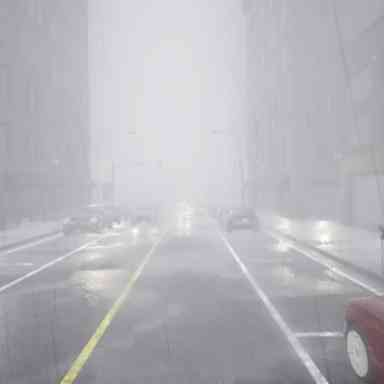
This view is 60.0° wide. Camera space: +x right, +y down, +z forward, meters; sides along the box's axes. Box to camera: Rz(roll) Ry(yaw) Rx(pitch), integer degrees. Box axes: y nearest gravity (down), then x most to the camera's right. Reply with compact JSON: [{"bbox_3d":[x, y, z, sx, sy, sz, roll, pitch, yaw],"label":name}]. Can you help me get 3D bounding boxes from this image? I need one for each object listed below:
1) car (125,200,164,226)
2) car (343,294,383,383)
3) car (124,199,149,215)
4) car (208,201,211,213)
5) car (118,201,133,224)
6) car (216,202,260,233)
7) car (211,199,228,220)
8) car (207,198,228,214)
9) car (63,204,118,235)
[{"bbox_3d":[-3.053,1.536,23.583,2.033,1.411,5.357,-1,0,0],"label":"car"},{"bbox_3d":[2.761,1.500,2.476,1.887,1.381,4.507,-2,0,0],"label":"car"},{"bbox_3d":[-5.861,1.548,35.482,1.887,1.381,4.507,-2,0,0],"label":"car"},{"bbox_3d":[2.680,1.440,30.001,1.887,1.381,4.507,-2,0,0],"label":"car"},{"bbox_3d":[-5.828,1.592,24.472,1.947,1.339,4.313,-2,0,0],"label":"car"},{"bbox_3d":[2.713,1.484,18.991,1.947,1.339,4.313,-2,0,0],"label":"car"},{"bbox_3d":[2.696,1.452,24.496,1.887,1.381,4.507,-2,0,0],"label":"car"},{"bbox_3d":[2.663,1.429,35.507,1.887,1.381,4.507,-2,0,0],"label":"car"},{"bbox_3d":[-5.815,1.477,18.966,1.967,1.590,4.097,-2,0,0],"label":"car"}]
